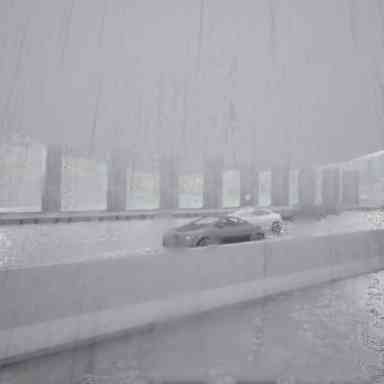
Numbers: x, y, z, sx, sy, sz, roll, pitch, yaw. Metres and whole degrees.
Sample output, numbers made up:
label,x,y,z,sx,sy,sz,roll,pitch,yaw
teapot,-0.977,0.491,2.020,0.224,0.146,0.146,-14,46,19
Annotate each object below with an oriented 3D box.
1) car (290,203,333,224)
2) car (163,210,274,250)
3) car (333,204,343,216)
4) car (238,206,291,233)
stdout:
label,x,y,z,sx,sy,sz,roll,pitch,yaw
car,8.677,1.727,26.945,5.357,1.411,2.033,1,0,-34
car,0.952,1.622,13.177,4.181,1.385,1.994,1,0,-35
car,13.452,1.798,34.451,5.357,1.411,2.033,1,0,-35
car,3.261,1.627,19.017,4.674,1.442,1.812,0,0,-34
